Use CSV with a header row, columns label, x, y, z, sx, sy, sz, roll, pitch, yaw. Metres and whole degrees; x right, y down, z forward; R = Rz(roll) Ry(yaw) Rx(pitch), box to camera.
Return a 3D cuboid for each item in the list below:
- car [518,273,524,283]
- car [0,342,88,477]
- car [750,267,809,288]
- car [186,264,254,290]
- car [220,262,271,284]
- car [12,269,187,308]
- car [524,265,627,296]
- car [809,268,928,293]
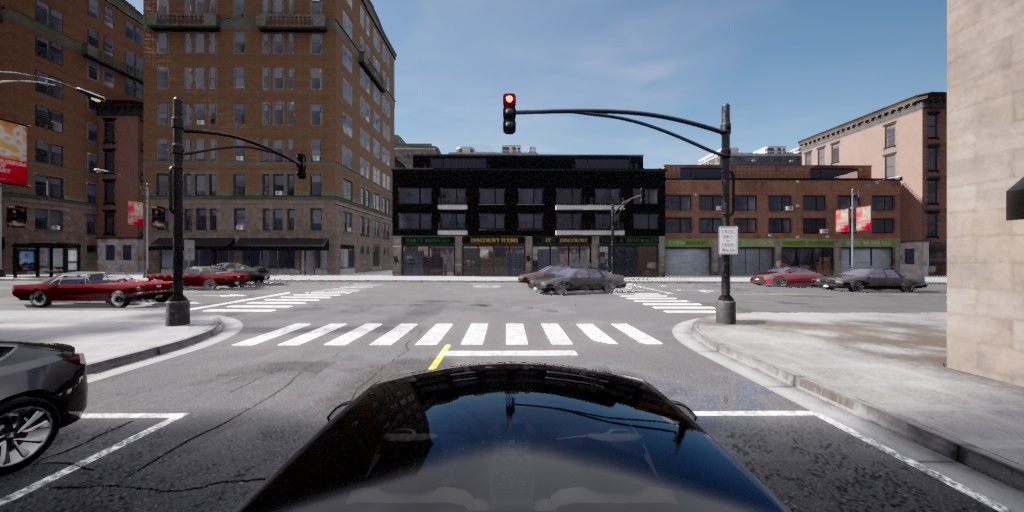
label,x,y,z,sx,sy,sz,roll,pitch,yaw
car,3.119,1.321,24.403,5.357,1.411,2.033,0,0,-1
car,-5.388,1.316,2.038,1.948,1.339,4.313,0,0,-1
car,18.816,1.417,24.602,4.181,1.385,1.994,0,0,-1
car,-18.221,1.271,20.869,4.718,1.301,1.895,0,0,-1
car,-18.981,1.171,24.110,4.892,1.490,1.837,0,0,-1
car,-16.204,1.280,14.193,4.718,1.301,1.895,0,0,-1
car,3.668,1.323,19.656,5.357,1.411,2.033,0,0,-22
car,21.364,1.415,21.391,5.357,1.411,2.033,0,0,-1
